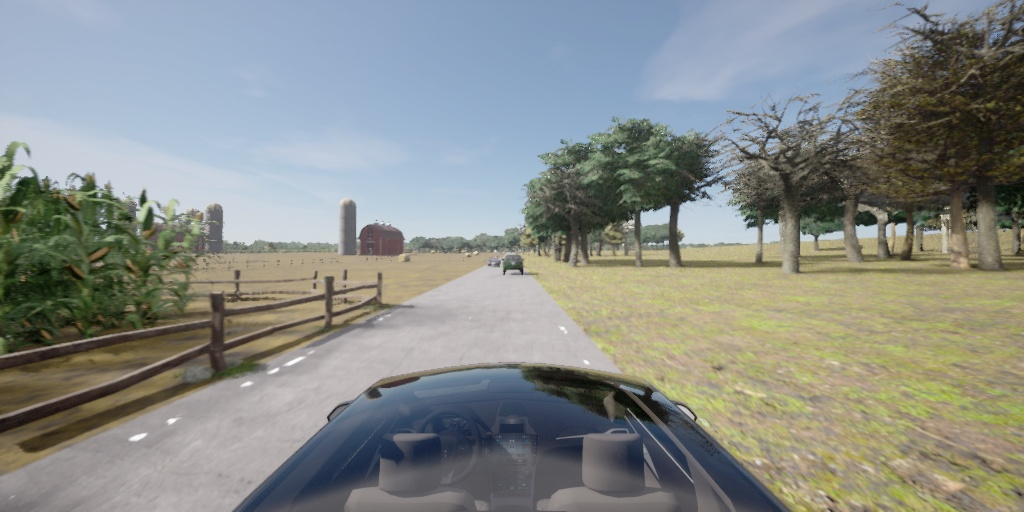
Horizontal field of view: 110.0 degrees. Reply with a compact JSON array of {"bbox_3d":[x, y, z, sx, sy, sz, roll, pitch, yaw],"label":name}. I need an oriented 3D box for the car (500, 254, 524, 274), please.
[{"bbox_3d":[0.123,0.837,38.695,2.150,2.045,5.566,0,1,0],"label":"car"}]

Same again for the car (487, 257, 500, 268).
[{"bbox_3d":[-2.779,0.985,55.740,2.128,1.511,4.902,0,0,0],"label":"car"}]
